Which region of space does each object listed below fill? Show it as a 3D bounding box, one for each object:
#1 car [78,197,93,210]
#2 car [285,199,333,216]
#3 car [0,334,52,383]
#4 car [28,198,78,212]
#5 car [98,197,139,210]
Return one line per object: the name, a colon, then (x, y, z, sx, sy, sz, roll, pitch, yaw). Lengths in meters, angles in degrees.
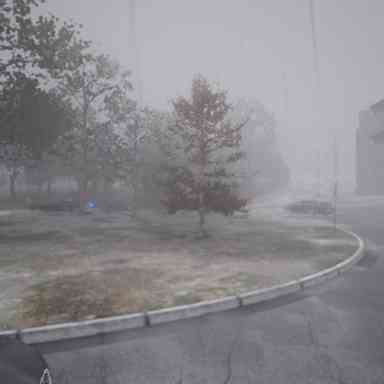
car: (-14.455, 1.404, 39.838, 5.008, 1.535, 1.882, 0, 0, -23)
car: (10.797, 1.417, 31.121, 1.837, 1.490, 4.892, 0, 0, -26)
car: (-3.499, 1.509, 2.056, 4.892, 1.490, 1.837, 0, 2, -12)
car: (-15.124, 1.497, 35.946, 4.718, 1.301, 1.895, 0, 0, -21)
car: (-8.956, 1.450, 40.774, 4.892, 1.490, 1.837, 0, 0, -1)
